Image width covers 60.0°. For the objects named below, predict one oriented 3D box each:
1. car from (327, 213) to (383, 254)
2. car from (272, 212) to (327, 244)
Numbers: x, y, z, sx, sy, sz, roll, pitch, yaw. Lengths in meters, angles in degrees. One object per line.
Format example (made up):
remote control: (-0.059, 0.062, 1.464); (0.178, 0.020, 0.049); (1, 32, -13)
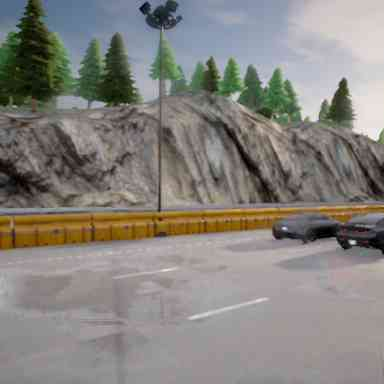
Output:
car: (7.989, 1.643, 13.862); (4.892, 1.490, 1.837); (0, 0, -35)
car: (5.982, 1.700, 16.730); (4.181, 1.385, 1.994); (1, 0, -35)
